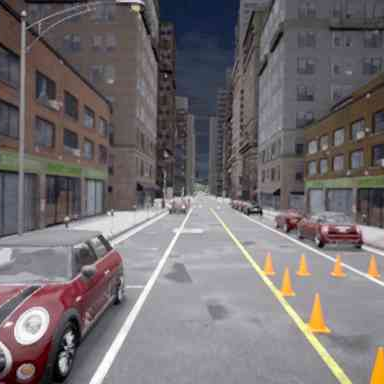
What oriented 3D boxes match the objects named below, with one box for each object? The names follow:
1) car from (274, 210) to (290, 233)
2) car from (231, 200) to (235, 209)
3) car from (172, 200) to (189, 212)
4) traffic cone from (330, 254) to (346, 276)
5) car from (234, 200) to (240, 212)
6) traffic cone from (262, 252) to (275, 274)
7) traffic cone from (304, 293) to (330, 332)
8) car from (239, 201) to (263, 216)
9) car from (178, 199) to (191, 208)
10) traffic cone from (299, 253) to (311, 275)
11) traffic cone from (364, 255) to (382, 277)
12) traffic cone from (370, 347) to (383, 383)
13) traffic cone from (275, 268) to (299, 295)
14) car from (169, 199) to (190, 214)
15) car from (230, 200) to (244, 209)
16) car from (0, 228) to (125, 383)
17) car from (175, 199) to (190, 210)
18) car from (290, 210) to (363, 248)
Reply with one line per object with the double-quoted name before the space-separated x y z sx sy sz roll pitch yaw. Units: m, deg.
"car" 6.544 1.802 21.509 1.887 1.381 4.507 0 0 1
"car" 7.189 1.986 49.026 1.887 1.381 4.507 0 0 1
"car" -1.461 1.800 43.724 1.947 1.339 4.313 0 0 1
"traffic cone" 4.230 2.096 9.639 0.340 0.580 0.340 1 0 1
"car" 7.060 1.949 43.522 1.887 1.381 4.507 0 0 1
"traffic cone" 2.231 2.057 9.686 0.340 0.580 0.340 1 0 1
"traffic cone" 2.137 2.032 5.688 0.340 0.580 0.340 1 0 1
"car" 6.931 1.933 38.019 1.947 1.339 4.313 0 0 1
"car" -1.203 1.854 54.731 1.887 1.381 4.507 0 0 1
"traffic cone" 3.231 2.077 9.663 0.340 0.580 0.340 1 0 1
"traffic cone" 5.230 2.116 9.616 0.340 0.580 0.340 1 0 1
"traffic cone" 2.090 2.019 3.688 0.340 0.580 0.340 1 0 1
"traffic cone" 2.184 2.044 7.687 0.340 0.580 0.340 1 0 1
"car" -1.589 1.637 38.221 1.967 1.590 4.097 0 0 1
"car" 7.318 2.024 54.530 1.887 1.381 4.507 0 0 1
"car" -2.363 1.423 5.200 1.967 1.590 4.097 0 0 1
"car" -1.332 1.823 49.227 2.008 1.369 4.403 0 0 1
"car" 6.415 1.662 16.006 1.967 1.590 4.097 0 0 1
